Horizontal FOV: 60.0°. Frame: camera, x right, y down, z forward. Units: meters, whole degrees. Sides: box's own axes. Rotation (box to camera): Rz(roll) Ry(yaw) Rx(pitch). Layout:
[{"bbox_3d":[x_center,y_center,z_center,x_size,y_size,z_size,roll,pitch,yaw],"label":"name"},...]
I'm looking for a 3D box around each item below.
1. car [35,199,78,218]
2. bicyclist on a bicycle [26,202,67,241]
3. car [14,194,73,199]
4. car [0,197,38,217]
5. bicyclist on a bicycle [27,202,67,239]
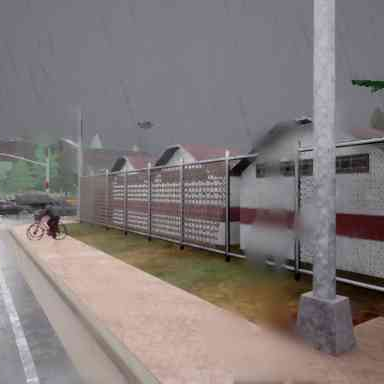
[{"bbox_3d":[-11.430,1.570,29.899,4.181,1.385,1.994,0,0,-35],"label":"car"},{"bbox_3d":[-6.271,1.304,14.388,1.656,1.620,0.582,0,0,-14],"label":"bicyclist on a bicycle"},{"bbox_3d":[-16.065,1.230,35.202,5.566,2.045,2.150,0,0,-35],"label":"car"},{"bbox_3d":[-17.091,1.513,30.231,4.892,1.490,1.837,0,0,-35],"label":"car"},{"bbox_3d":[-6.786,1.305,15.608,1.656,1.620,0.582,0,0,-39],"label":"bicyclist on a bicycle"}]
